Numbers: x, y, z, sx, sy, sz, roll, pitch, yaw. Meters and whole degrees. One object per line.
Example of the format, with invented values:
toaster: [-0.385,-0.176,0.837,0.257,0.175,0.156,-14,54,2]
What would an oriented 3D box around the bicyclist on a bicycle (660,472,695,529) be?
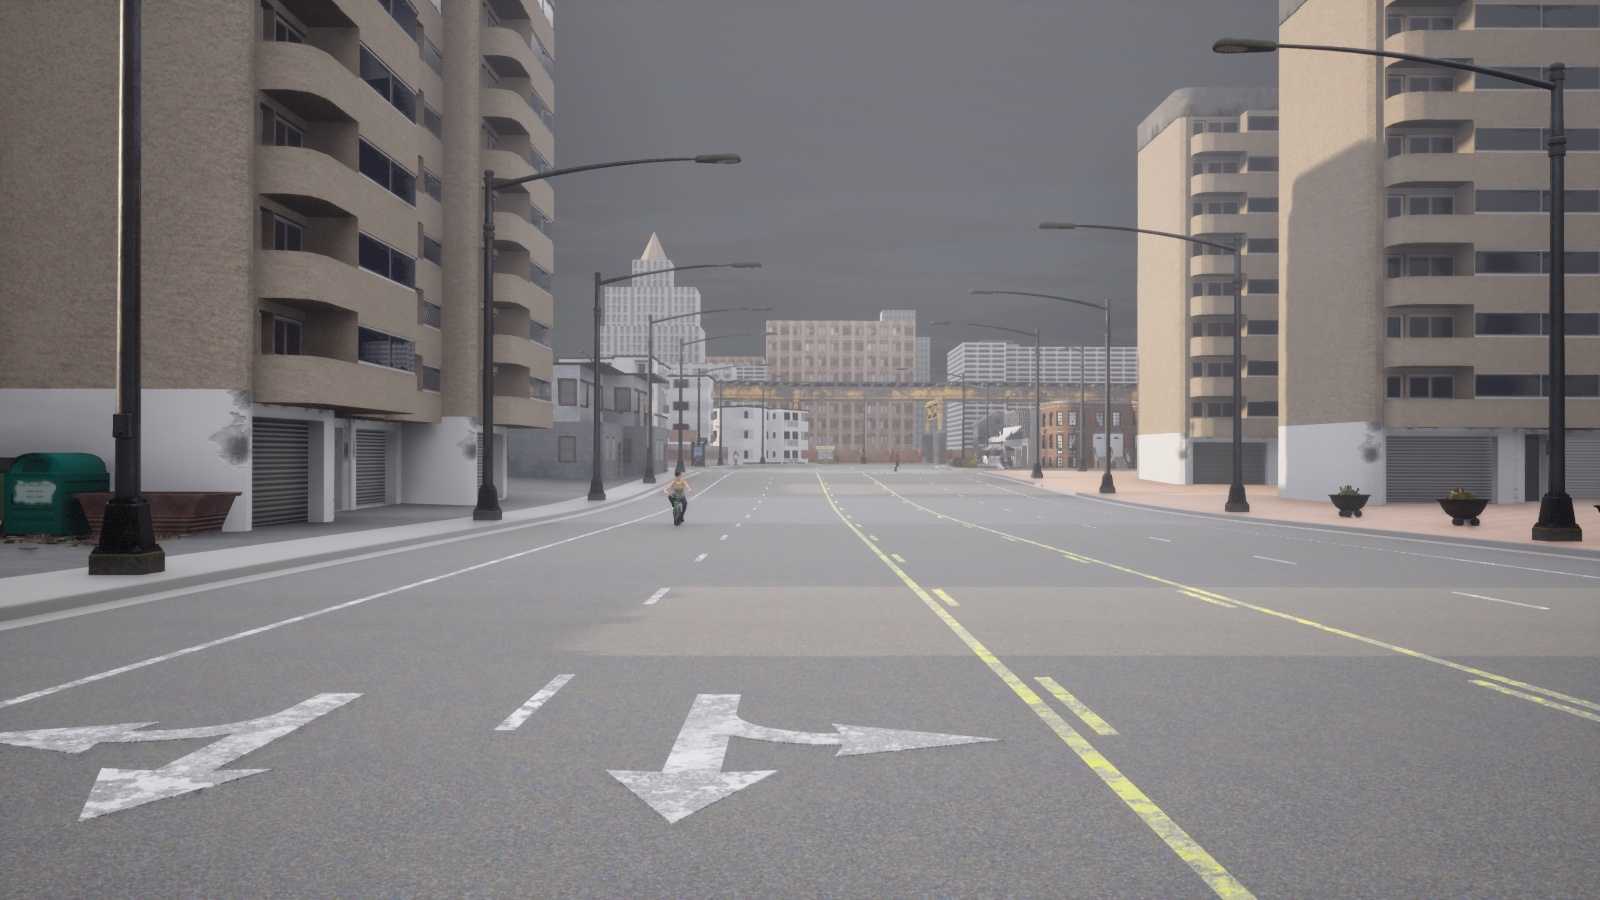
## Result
bicyclist on a bicycle: [-3.585,1.463,36.853,0.866,1.612,1.509,0,-1,0]
